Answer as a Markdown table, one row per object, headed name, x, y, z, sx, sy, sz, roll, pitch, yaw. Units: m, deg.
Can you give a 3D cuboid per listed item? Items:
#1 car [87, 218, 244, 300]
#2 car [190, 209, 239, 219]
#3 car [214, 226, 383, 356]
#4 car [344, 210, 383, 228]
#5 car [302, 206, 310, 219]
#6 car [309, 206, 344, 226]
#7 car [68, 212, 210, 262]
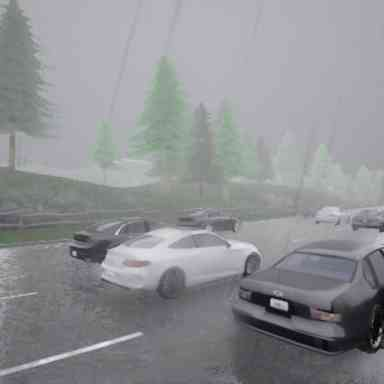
| name | x | y | z | sx | sy | sz | roll | pitch | yaw |
| --- | --- | --- | --- | --- | --- | --- | --- | --- | --- |
| car | -0.075 | 1.648 | 8.733 | 4.674 | 1.442 | 1.812 | 1 | -1 | -43 |
| car | 1.151 | 1.791 | 20.201 | 1.837 | 1.490 | 4.892 | 0 | -1 | 41 |
| car | 3.033 | 1.649 | 6.380 | 5.357 | 1.411 | 2.033 | 1 | -1 | -44 |
| car | 12.407 | 1.910 | 22.734 | 2.033 | 1.411 | 5.357 | 0 | -1 | 39 |
| car | 13.236 | 2.132 | 34.800 | 1.895 | 1.301 | 4.718 | 0 | -1 | 39 |
| car | 11.527 | 1.946 | 27.197 | 1.812 | 1.442 | 4.674 | 0 | -1 | 39 |
| car | -1.832 | 1.663 | 11.822 | 4.892 | 1.490 | 1.837 | 1 | 0 | -44 |
